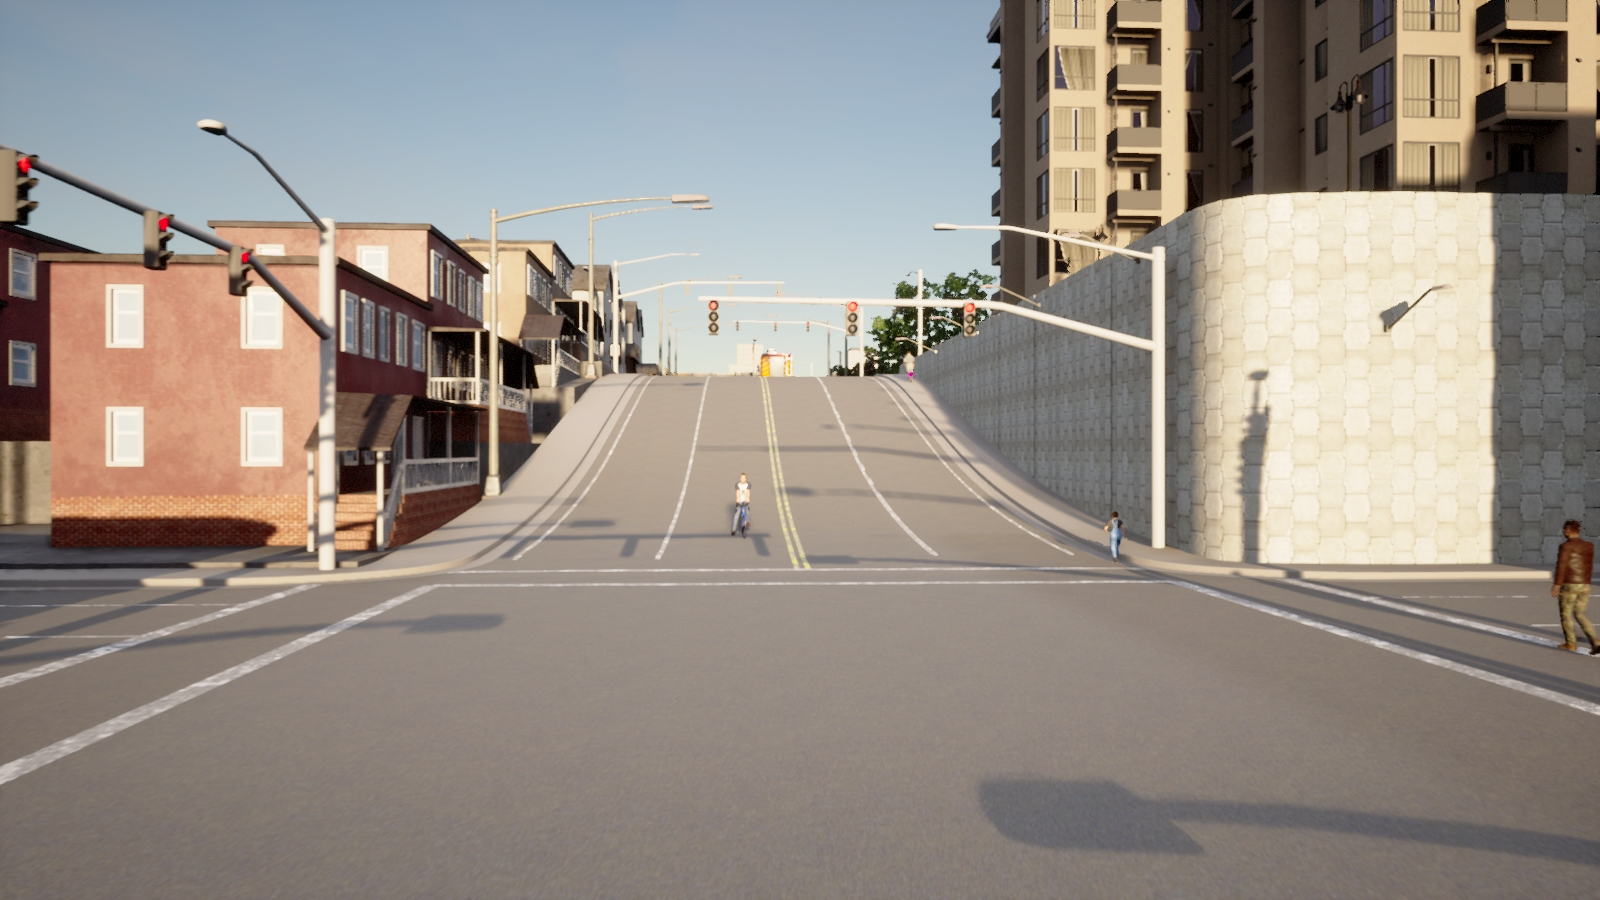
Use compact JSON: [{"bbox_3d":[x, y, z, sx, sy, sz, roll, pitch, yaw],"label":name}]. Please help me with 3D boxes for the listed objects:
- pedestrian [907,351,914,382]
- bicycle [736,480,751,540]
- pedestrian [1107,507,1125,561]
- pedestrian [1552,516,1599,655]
[{"bbox_3d":[6.663,-5.069,69.139,0.375,1.860,0.375,0,0,-3],"label":"pedestrian"},{"bbox_3d":[-1.622,1.707,32.689,0.373,1.521,1.643,0,4,-4],"label":"bicycle"},{"bbox_3d":[7.787,2.068,28.126,0.375,1.300,0.375,0,0,6],"label":"pedestrian"},{"bbox_3d":[10.657,1.847,15.710,0.375,1.860,0.375,0,0,-8],"label":"pedestrian"}]
